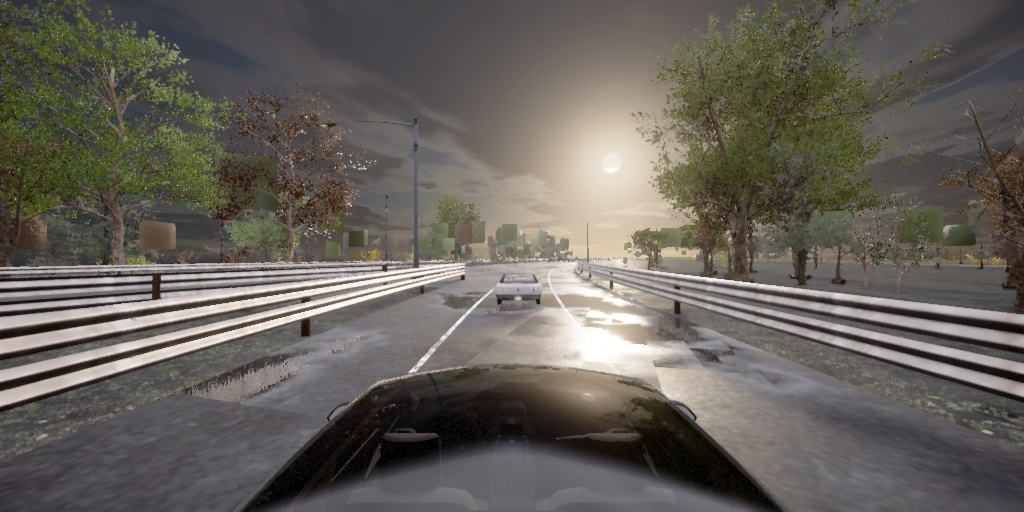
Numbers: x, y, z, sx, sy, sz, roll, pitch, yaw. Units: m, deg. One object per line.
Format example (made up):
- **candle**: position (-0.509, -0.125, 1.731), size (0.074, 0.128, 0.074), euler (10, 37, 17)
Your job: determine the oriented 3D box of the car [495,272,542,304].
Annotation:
- **car**: position (0.355, 1.361, 16.188), size (1.895, 1.301, 4.718), euler (0, 0, 3)
